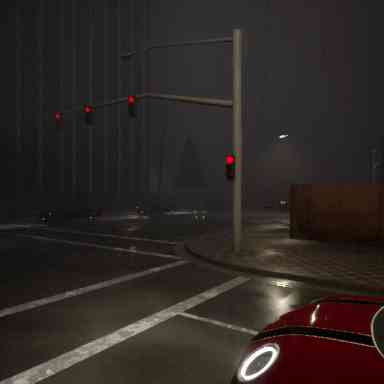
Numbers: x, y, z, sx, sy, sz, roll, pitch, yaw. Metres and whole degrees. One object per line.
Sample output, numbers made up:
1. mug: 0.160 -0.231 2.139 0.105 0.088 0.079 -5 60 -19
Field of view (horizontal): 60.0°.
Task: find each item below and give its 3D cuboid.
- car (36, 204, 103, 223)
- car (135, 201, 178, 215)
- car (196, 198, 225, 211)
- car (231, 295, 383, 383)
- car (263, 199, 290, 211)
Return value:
1. car: -9.276 1.601 25.415 1.895 1.301 4.718 0 0 35
2. car: -3.498 1.601 33.572 1.895 1.301 4.718 0 0 35
3. car: 2.344 1.491 41.784 2.128 1.511 4.902 0 0 36
4. car: 2.501 1.352 2.175 4.553 1.767 2.097 0 0 36
5. car: 10.532 1.547 40.936 2.033 1.411 5.357 0 0 35
